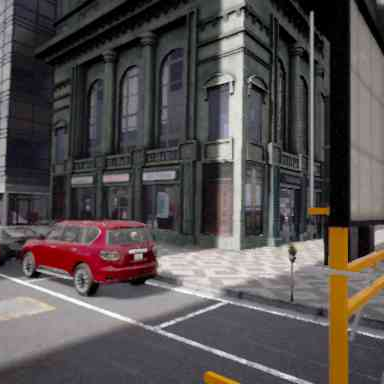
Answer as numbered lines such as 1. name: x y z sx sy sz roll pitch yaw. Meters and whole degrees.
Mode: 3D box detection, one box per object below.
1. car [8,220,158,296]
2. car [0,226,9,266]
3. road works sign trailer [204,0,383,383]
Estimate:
1. car: -3.190 1.746 9.923 5.009 1.841 2.192 -1 -3 40
2. car: -7.531 2.071 13.517 4.403 1.369 2.008 -1 -3 40
3. road works sign trailer: 1.285 0.633 2.674 2.880 3.560 2.380 -1 -4 40
